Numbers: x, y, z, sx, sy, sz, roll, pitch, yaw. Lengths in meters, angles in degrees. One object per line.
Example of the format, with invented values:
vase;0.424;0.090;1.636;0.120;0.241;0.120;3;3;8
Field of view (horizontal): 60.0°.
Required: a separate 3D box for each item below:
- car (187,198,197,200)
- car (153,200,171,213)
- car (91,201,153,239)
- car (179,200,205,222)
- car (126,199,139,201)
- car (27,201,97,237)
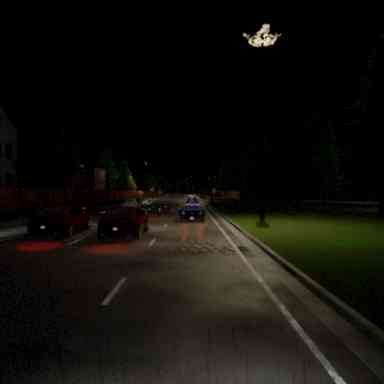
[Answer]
car;-0.006;1.526;42.407;2.033;1.411;5.357;0;0;0
car;-3.408;1.582;37.374;1.895;1.301;4.718;0;0;0
car;-3.405;1.469;17.182;1.882;1.535;5.008;0;0;0
car;-0.006;1.588;26.274;1.895;1.301;4.718;0;0;0
car;-6.905;1.506;38.530;1.812;1.442;4.674;0;0;0
car;-6.903;1.469;17.848;1.882;1.535;5.008;0;0;0
